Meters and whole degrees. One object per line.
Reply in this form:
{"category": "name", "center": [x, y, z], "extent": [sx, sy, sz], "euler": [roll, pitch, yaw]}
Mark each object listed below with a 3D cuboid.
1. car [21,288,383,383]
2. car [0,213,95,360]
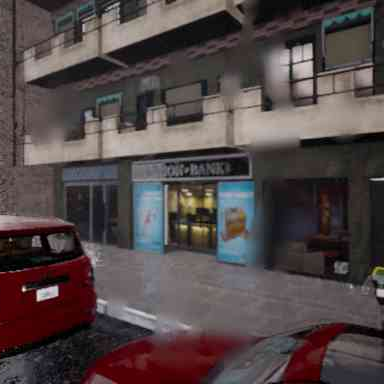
{"category": "car", "center": [0.954, 1.578, 2.054], "extent": [4.206, 1.307, 1.802], "euler": [1, 0, 35]}
{"category": "car", "center": [-3.661, 1.265, 5.328], "extent": [5.009, 1.841, 2.192], "euler": [1, 0, 35]}
